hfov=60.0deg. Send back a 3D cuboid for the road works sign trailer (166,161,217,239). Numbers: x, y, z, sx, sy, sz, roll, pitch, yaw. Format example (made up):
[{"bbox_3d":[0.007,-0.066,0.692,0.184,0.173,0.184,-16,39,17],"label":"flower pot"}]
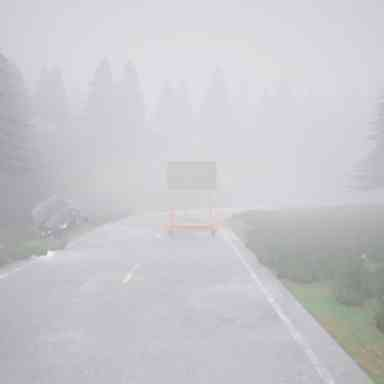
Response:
[{"bbox_3d":[-0.010,0.275,16.173,2.380,3.560,2.880,0,1,0],"label":"road works sign trailer"}]

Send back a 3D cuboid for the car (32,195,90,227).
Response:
[{"bbox_3d":[-6.092,1.074,14.781,1.837,1.490,4.892,-41,18,-21],"label":"car"}]
